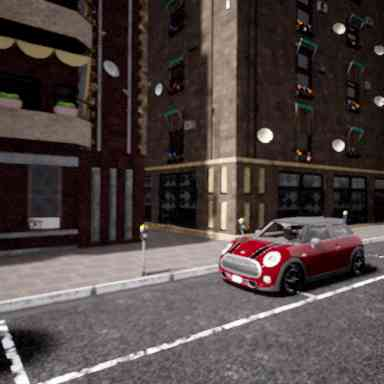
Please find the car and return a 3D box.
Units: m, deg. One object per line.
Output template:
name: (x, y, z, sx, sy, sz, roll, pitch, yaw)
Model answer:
car: (2.632, 1.407, 8.581, 4.097, 1.590, 1.967, 0, 1, -35)
